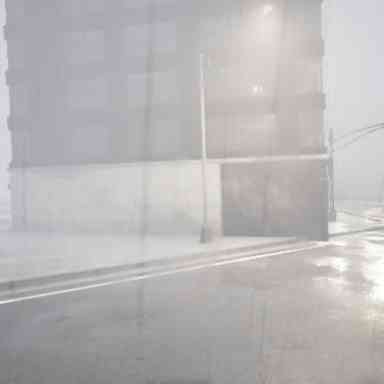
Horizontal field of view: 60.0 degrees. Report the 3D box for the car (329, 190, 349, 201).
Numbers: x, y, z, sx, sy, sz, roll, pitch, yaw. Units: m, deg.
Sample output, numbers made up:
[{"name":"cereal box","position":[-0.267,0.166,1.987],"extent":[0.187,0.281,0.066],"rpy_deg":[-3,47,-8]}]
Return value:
[{"name":"car","position":[22.558,0.537,51.152],"extent":[1.837,1.490,4.892],"rpy_deg":[-2,1,9]}]
